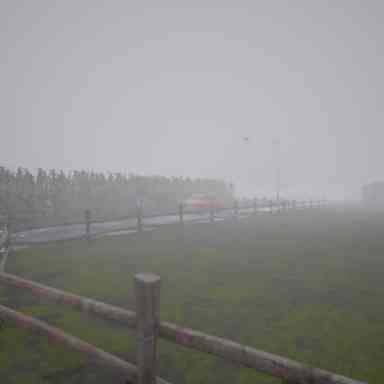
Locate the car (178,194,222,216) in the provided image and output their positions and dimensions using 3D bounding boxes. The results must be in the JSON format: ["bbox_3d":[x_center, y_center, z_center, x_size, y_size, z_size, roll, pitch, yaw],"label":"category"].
[{"bbox_3d":[0.893,1.198,32.789,2.150,2.045,5.566,0,0,35],"label":"car"}]

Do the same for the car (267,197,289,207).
[{"bbox_3d":[12.942,1.466,50.017,1.882,1.535,5.008,0,0,35],"label":"car"}]
